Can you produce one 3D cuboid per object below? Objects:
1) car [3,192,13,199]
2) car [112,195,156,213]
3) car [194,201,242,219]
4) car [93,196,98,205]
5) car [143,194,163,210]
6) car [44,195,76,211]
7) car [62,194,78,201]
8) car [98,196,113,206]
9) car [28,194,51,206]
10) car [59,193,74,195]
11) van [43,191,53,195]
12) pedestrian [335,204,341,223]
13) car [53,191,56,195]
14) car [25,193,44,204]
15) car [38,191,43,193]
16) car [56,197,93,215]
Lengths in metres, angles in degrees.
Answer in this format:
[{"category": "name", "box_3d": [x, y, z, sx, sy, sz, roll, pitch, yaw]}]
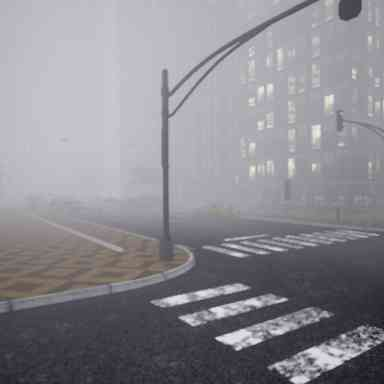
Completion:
[{"category": "car", "box_3d": [-43.729, 0.797, 79.052, 1.967, 1.590, 4.097, 0, 1, -35]}, {"category": "car", "box_3d": [-6.168, 1.314, 34.938, 2.128, 1.511, 4.902, -1, 1, -35]}, {"category": "car", "box_3d": [2.018, 1.418, 27.612, 1.752, 1.417, 4.829, 0, 1, -35]}, {"category": "car", "box_3d": [-14.383, 1.223, 51.374, 1.802, 1.307, 4.206, 0, 1, -35]}, {"category": "car", "box_3d": [-4.750, 1.104, 37.457, 2.192, 1.841, 5.009, 0, 1, -35]}, {"category": "car", "box_3d": [-14.829, 1.364, 37.294, 2.008, 1.369, 4.403, 0, 0, -35]}, {"category": "car", "box_3d": [-24.014, 1.033, 65.290, 1.887, 1.381, 4.507, 0, 1, -35]}, {"category": "car", "box_3d": [-11.171, 1.235, 46.736, 1.887, 1.381, 4.507, 0, 1, -35]}, {"category": "car", "box_3d": [-21.252, 1.296, 46.574, 1.802, 1.307, 4.206, 0, 0, -35]}, {"category": "car", "box_3d": [-20.826, 1.121, 56.105, 1.812, 1.442, 4.674, -1, 1, -35]}, {"category": "van", "box_3d": [-33.644, 0.677, 79.204, 1.690, 1.788, 3.998, 0, 1, -35]}, {"category": "pedestrian", "box_3d": [9.626, 1.365, 21.845, 0.375, 1.300, 0.375, 0, 0, -35]}, {"category": "car", "box_3d": [-27.224, 0.878, 69.928, 1.967, 1.590, 4.097, 0, 1, -35]}, {"category": "car", "box_3d": [-24.462, 1.208, 51.214, 1.887, 1.381, 4.507, 0, 1, -35]}, {"category": "car", "box_3d": [-36.856, 0.835, 83.844, 2.008, 1.369, 4.403, 0, 1, -35]}, {"category": "car", "box_3d": [-11.618, 1.428, 32.655, 1.947, 1.339, 4.313, 0, 0, -35]}]
